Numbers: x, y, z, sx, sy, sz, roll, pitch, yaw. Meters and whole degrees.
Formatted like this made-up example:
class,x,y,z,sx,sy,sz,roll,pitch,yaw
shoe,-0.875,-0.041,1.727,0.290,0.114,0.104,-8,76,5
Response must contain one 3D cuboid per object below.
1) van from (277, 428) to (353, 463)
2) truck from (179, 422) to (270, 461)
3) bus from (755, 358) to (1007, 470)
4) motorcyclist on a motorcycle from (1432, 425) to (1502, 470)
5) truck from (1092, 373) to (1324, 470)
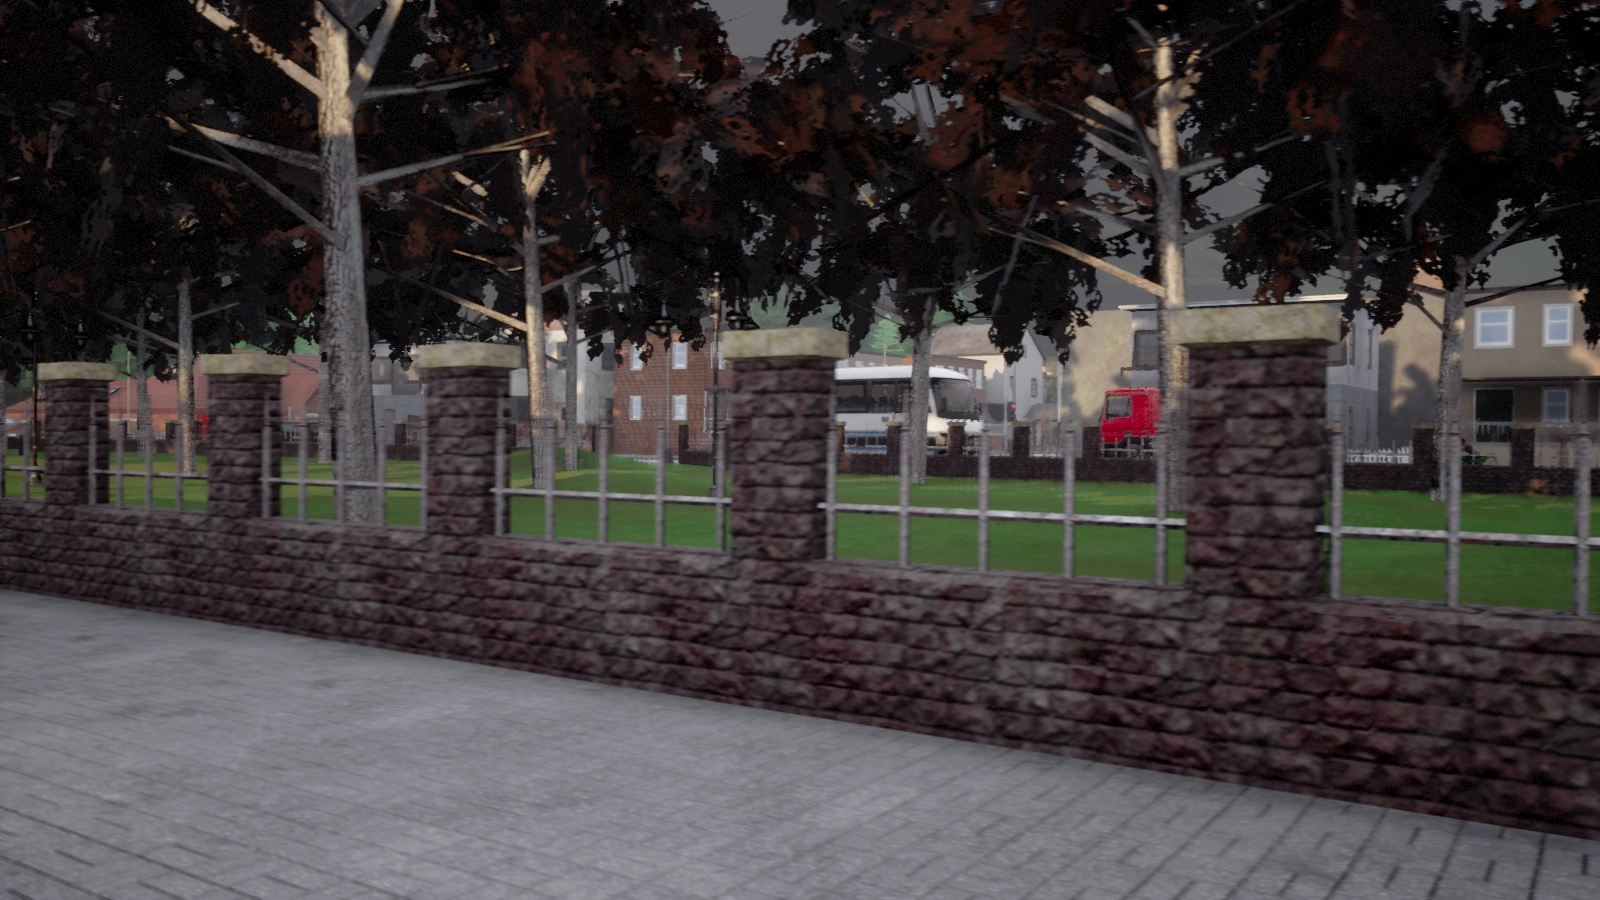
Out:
class,x,y,z,sx,sy,sz,roll,pitch,yaw
van,-27.985,-0.251,72.410,4.442,1.987,1.775,0,1,32
truck,-37.883,-0.541,82.682,5.204,2.467,2.627,0,2,25
bus,3.187,-1.389,52.421,10.273,4.253,3.944,0,0,42
motorcyclist on a motorcycle,22.987,-0.086,43.289,2.044,1.523,0.797,0,1,34
truck,15.575,-1.050,48.211,7.936,3.462,2.891,0,1,34
